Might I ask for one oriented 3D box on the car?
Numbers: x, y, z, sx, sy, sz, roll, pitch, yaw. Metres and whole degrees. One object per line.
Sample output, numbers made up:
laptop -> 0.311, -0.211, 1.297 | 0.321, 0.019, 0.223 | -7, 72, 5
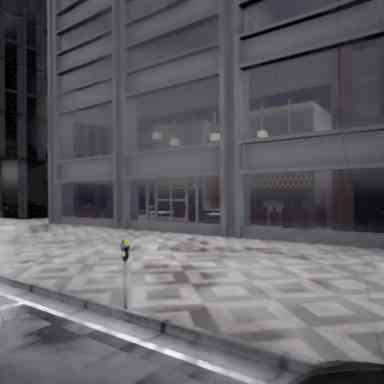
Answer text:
car -> 2.285, 1.555, 1.336 | 4.313, 1.339, 1.947 | -1, -1, 36
